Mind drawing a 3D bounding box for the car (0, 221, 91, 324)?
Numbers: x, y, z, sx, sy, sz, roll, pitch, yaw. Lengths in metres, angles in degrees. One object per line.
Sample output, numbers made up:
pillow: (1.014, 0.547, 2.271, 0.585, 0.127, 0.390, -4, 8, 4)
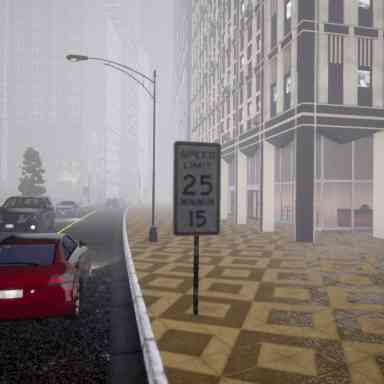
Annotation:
car: (-3.290, 1.568, 7.152, 1.994, 1.385, 4.181, 1, 0, -13)

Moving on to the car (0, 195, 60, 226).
car: (-8.811, 1.203, 17.736, 2.150, 2.045, 5.566, 1, 0, -12)

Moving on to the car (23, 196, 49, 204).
car: (-32.389, 1.658, 69.197, 4.403, 1.369, 2.008, 0, 1, 1)

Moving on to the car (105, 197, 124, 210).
car: (-10.493, 1.530, 44.206, 1.837, 1.490, 4.892, 1, 0, -9)

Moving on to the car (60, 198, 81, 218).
car: (-11.340, 1.512, 30.461, 1.812, 1.442, 4.674, 1, 0, -10)

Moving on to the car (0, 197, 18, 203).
car: (-43.422, 1.815, 77.861, 4.313, 1.339, 1.947, 0, 1, 1)
